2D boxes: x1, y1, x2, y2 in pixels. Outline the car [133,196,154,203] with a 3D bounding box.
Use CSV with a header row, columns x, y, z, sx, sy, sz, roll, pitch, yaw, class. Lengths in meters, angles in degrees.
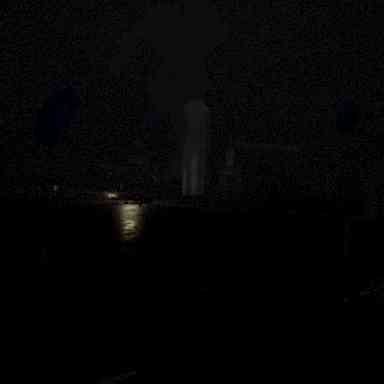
x,y,z,sx,sy,sz,roll,pitch,yaw,class
-8.317,1.292,57.235,1.895,1.301,4.718,1,0,-35,car
